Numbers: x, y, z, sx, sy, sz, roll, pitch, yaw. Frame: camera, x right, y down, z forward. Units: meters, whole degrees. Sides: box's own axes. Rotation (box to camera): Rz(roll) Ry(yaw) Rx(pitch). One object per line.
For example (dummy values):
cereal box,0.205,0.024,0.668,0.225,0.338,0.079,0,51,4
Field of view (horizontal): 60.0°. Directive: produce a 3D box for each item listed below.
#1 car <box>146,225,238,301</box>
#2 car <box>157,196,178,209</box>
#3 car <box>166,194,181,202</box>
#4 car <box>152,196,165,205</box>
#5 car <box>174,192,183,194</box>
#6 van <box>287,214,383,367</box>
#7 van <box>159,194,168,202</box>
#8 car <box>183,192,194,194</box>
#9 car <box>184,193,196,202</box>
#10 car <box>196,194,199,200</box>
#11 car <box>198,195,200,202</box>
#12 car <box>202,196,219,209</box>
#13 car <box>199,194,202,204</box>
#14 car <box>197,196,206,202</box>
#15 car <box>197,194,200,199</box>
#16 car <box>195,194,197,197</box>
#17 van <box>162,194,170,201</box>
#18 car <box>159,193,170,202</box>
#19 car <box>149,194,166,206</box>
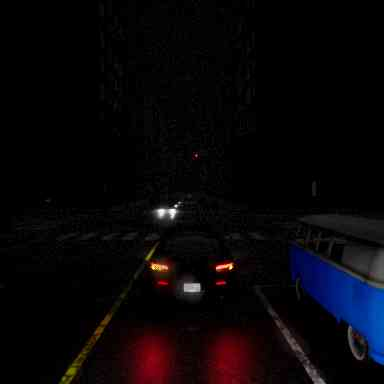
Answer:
car,0.001,1.525,8.175,1.812,1.442,4.674,0,0,0
car,-3.308,1.592,45.415,1.895,1.301,4.718,0,0,-1
car,-3.490,1.545,60.757,1.994,1.385,4.181,0,0,0
car,-6.094,1.532,61.148,2.008,1.369,4.403,0,0,-1
car,-3.625,1.316,75.887,2.097,1.767,4.553,0,0,-1
van,2.855,1.341,5.497,1.690,1.788,3.998,0,0,0
van,-6.244,1.313,72.198,1.690,1.788,3.998,0,0,-1
car,-0.738,1.077,84.243,2.150,2.045,5.566,0,0,-1
car,-0.603,1.562,74.243,1.895,1.301,4.718,0,0,-1
car,2.356,1.521,66.789,1.887,1.381,4.507,0,0,-1
car,2.506,1.536,55.737,2.008,1.369,4.403,0,0,-1
car,2.653,1.516,44.857,1.752,1.417,4.829,0,0,-1
car,2.580,1.429,50.212,1.967,1.590,4.097,0,0,-1
car,2.206,1.547,77.839,1.802,1.307,4.206,0,0,-1
car,2.431,1.547,61.263,1.947,1.339,4.313,0,0,-1
car,2.281,1.522,72.314,2.008,1.369,4.403,0,0,-1
van,-6.391,1.300,83.248,1.690,1.788,3.998,0,0,-1
car,-6.319,1.281,77.724,2.192,1.841,5.009,0,0,-1
car,-6.020,1.300,55.622,2.192,1.841,5.009,0,0,-1
